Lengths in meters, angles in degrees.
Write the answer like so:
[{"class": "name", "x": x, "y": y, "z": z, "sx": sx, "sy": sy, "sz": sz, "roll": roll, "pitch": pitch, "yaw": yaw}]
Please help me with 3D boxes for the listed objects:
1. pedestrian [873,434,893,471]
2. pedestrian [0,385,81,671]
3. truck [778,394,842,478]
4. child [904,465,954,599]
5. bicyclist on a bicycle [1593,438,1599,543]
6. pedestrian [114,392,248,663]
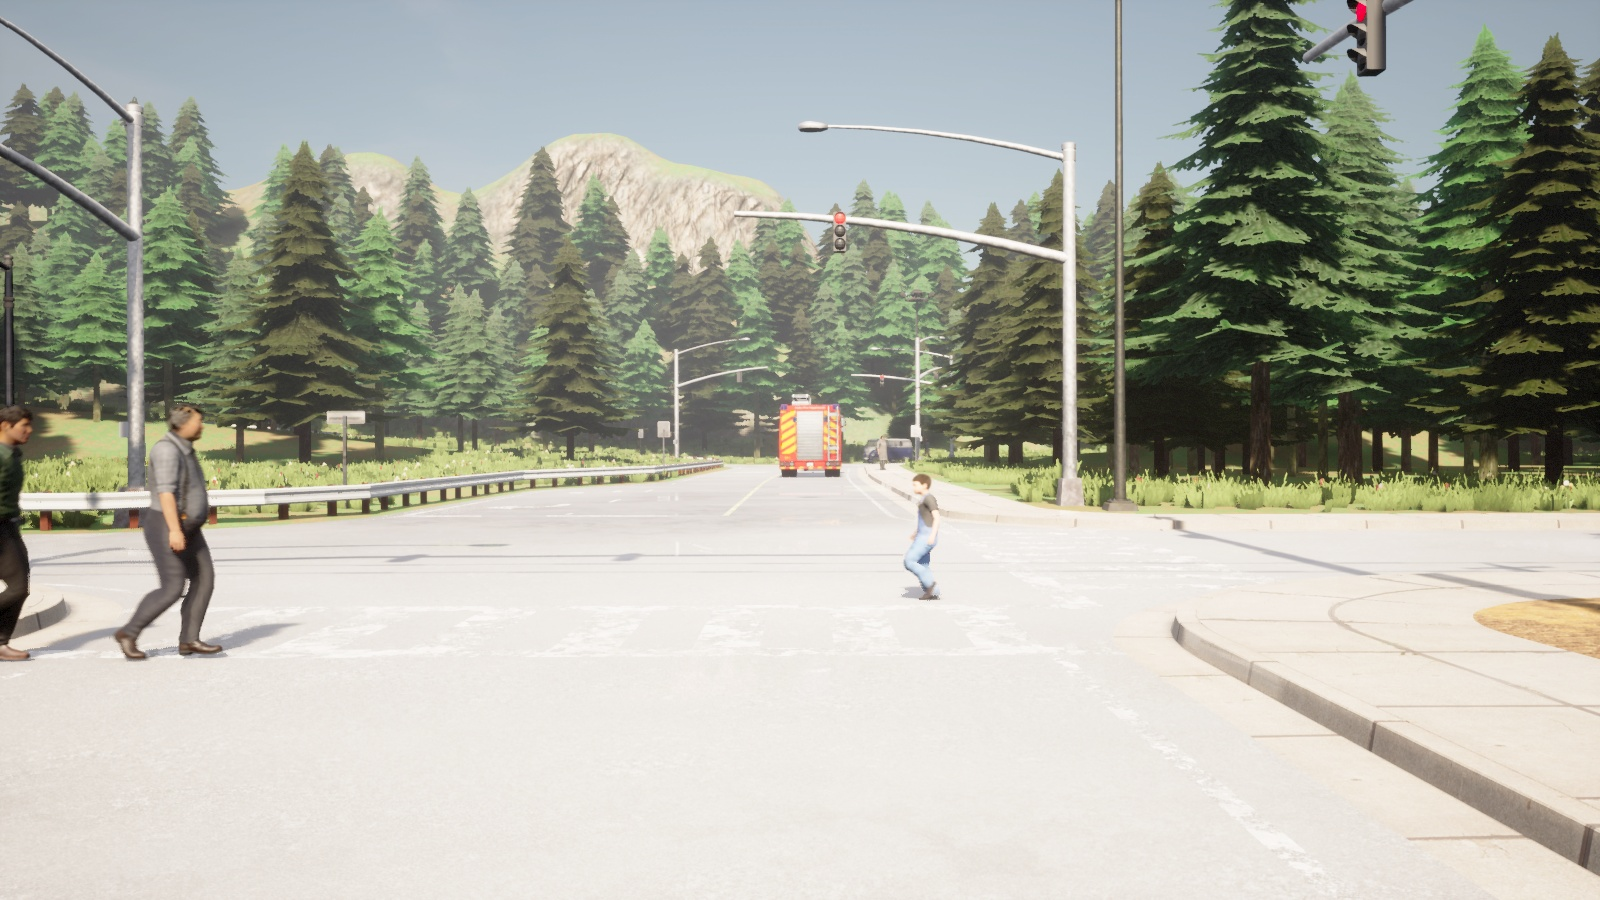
[{"class": "pedestrian", "x": 4.351, "y": 0.139, "z": 66.169, "sx": 0.659, "sy": 1.952, "sz": 0.873, "roll": 0, "pitch": 0, "yaw": -32}, {"class": "pedestrian", "x": -5.548, "y": 0.533, "z": 8.785, "sx": 0.788, "sy": 1.949, "sz": 0.423, "roll": 0, "pitch": 0, "yaw": -5}, {"class": "truck", "x": 0.584, "y": -0.660, "z": 61.508, "sx": 2.891, "sy": 3.827, "sz": 8.468, "roll": 0, "pitch": 0, "yaw": 2}, {"class": "child", "x": 1.244, "y": 0.782, "z": 12.099, "sx": 0.437, "sy": 1.263, "sz": 0.270, "roll": 0, "pitch": 0, "yaw": -3}, {"class": "bicyclist on a bicycle", "x": 13.225, "y": 0.621, "z": 19.317, "sx": 1.656, "sy": 1.620, "sz": 0.582, "roll": -1, "pitch": 0, "yaw": 1}, {"class": "pedestrian", "x": -4.353, "y": 0.529, "z": 8.863, "sx": 0.694, "sy": 1.848, "sz": 0.540, "roll": 0, "pitch": 0, "yaw": -4}]
